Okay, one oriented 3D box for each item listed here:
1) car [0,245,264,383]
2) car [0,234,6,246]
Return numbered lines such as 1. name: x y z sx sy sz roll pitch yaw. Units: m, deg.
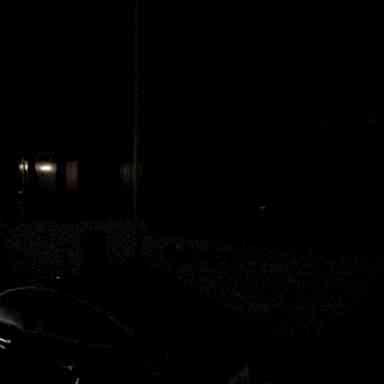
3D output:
1. car: -1.309 1.567 3.900 4.313 1.339 1.947 0 0 35
2. car: -5.898 1.319 7.174 5.009 1.841 2.192 0 0 35
